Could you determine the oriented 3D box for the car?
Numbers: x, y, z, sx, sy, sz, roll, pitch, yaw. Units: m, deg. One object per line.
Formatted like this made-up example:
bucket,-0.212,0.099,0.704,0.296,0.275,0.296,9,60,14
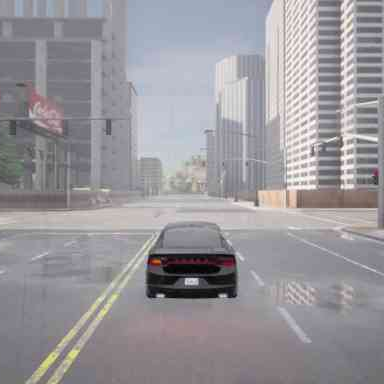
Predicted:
car,0.002,1.478,8.523,1.882,1.535,5.008,0,0,0
